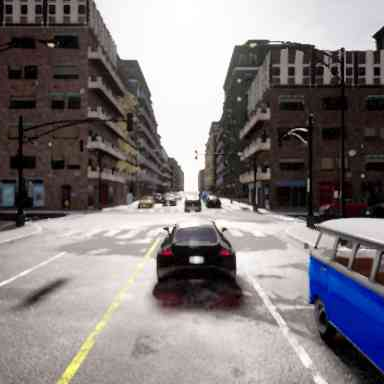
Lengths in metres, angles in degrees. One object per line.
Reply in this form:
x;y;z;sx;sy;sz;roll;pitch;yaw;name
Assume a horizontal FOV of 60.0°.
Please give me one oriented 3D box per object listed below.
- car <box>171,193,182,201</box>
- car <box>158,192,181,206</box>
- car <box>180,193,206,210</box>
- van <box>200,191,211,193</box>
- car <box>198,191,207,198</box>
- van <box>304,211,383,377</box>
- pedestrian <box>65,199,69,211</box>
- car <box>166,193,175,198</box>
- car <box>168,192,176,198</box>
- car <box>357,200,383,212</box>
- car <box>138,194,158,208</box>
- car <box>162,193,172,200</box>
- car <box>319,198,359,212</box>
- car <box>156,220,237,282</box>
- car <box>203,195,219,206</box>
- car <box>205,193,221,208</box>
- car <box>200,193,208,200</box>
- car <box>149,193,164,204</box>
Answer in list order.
-2.999;1.002;65.616;1.812;1.442;4.674;0;0;0;car
-3.083;1.126;45.610;2.128;1.511;4.902;0;0;0;car
0.104;1.190;37.481;2.128;1.511;4.902;0;0;0;car
2.711;0.872;58.786;1.690;1.788;3.998;1;0;0;van
2.714;0.626;86.998;2.192;1.841;5.009;1;0;0;car
2.675;1.308;3.913;1.690;1.788;3.998;1;0;0;van
-12.536;1.319;33.297;0.500;1.100;0.500;0;-1;1;pedestrian
-5.671;0.861;87.000;2.008;1.369;4.403;1;0;0;car
-5.668;0.707;92.642;1.967;1.590;4.097;1;0;0;car
13.540;1.401;21.664;4.313;1.339;1.947;0;-1;1;car
-5.673;1.191;41.691;1.752;1.417;4.829;1;0;0;car
-5.671;0.943;75.716;1.887;1.381;4.507;1;0;0;car
13.645;1.357;30.045;4.097;1.590;1.967;0;-1;1;car
0.102;1.486;9.522;1.994;1.385;4.181;0;0;0;car
2.707;1.170;47.503;2.008;1.369;4.403;1;0;0;car
2.706;1.230;41.861;1.947;1.339;4.313;1;0;0;car
2.708;0.980;75.715;1.802;1.307;4.206;1;0;0;car
-5.671;1.015;53.145;1.967;1.590;4.097;1;0;0;car
